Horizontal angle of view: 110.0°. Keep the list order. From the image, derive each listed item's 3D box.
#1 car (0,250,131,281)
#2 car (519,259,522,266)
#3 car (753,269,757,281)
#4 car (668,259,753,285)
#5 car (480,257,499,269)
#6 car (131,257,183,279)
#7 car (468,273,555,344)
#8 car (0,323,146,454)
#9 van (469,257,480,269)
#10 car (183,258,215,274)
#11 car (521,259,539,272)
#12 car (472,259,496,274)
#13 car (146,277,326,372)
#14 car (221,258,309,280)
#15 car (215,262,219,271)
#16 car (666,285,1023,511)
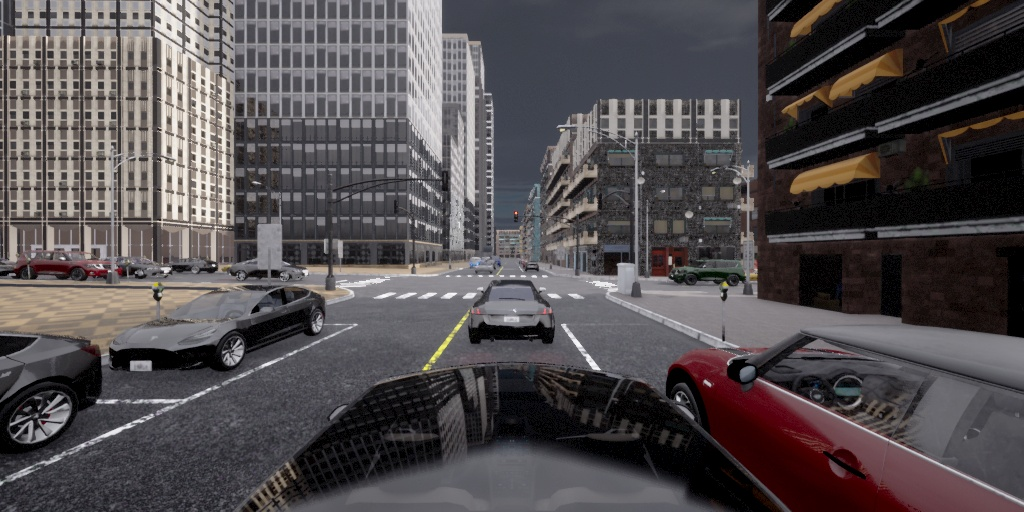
[{"bbox_3d":[-27.436,0.591,22.195,5.009,1.841,2.192,0,0,-1],"label":"car"},{"bbox_3d":[2.548,1.301,57.318,1.888,1.381,4.507,0,0,0],"label":"car"},{"bbox_3d":[21.291,1.698,31.256,4.829,1.417,1.751,0,0,-1],"label":"car"},{"bbox_3d":[15.514,1.290,28.581,5.566,2.045,2.150,1,0,-1],"label":"car"},{"bbox_3d":[-3.224,1.258,51.915,1.837,1.490,4.892,0,0,0],"label":"car"},{"bbox_3d":[-26.360,0.780,24.802,4.902,1.511,2.128,1,0,-1],"label":"car"},{"bbox_3d":[-0.015,1.314,9.616,1.994,1.385,4.181,0,0,0],"label":"car"},{"bbox_3d":[-5.688,1.316,2.437,1.948,1.339,4.313,0,0,0],"label":"car"},{"bbox_3d":[-5.833,1.097,57.295,1.690,1.789,3.998,0,0,0],"label":"van"},{"bbox_3d":[-27.561,0.816,30.575,4.313,1.339,1.948,0,0,-1],"label":"car"},{"bbox_3d":[2.575,1.319,47.351,1.948,1.339,4.313,0,0,0],"label":"car"},{"bbox_3d":[-3.202,1.353,41.929,1.895,1.301,4.718,0,0,0],"label":"car"},{"bbox_3d":[-5.702,1.315,7.684,1.948,1.339,4.313,0,0,0],"label":"car"},{"bbox_3d":[-16.787,0.959,24.939,4.902,1.511,2.128,1,0,-1],"label":"car"},{"bbox_3d":[-22.117,0.880,30.739,4.829,1.417,1.751,0,0,-1],"label":"car"},{"bbox_3d":[2.693,1.190,2.460,1.967,1.591,4.097,0,0,0],"label":"car"}]
